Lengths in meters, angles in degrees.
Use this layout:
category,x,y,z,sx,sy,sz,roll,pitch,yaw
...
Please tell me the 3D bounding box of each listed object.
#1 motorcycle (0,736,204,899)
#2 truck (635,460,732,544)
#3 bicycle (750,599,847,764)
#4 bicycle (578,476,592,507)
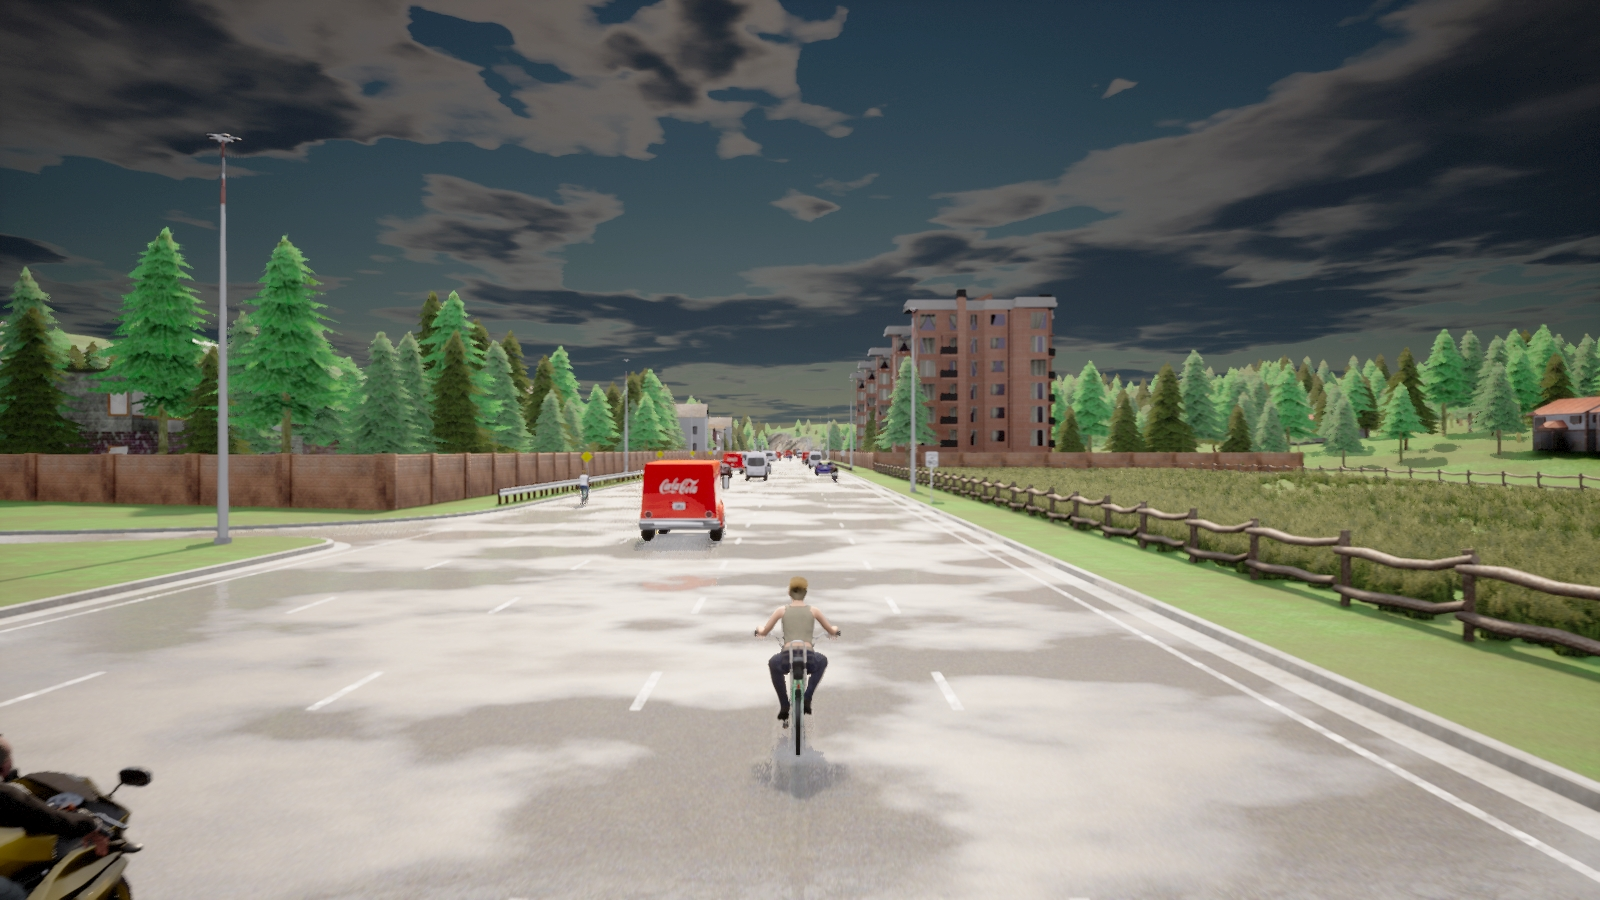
category,x,y,z,sx,sy,sz,roll,pitch,yaw
motorcycle,-3.728,2.205,5.188,0.867,1.251,2.209,0,0,1
truck,-3.658,1.572,36.928,2.627,2.467,5.204,0,0,0
bicycle,-0.020,2.158,10.938,0.859,1.276,1.487,0,0,-1
bicycle,-10.767,2.059,57.228,0.373,1.496,1.643,0,0,0
